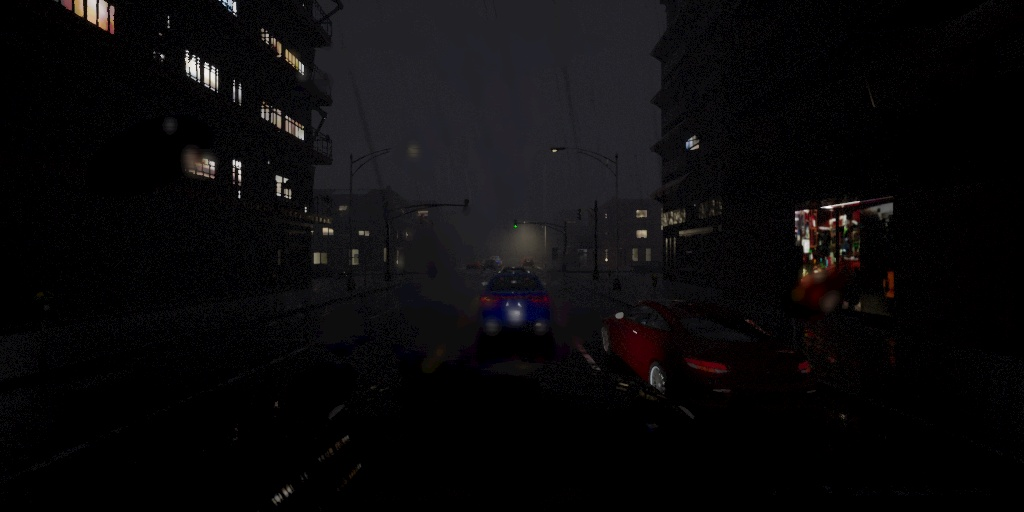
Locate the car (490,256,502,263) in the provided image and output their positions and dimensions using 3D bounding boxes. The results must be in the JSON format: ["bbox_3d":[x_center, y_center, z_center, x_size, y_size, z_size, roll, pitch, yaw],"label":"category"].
[{"bbox_3d":[-3.113,1.031,61.583,2.150,2.045,5.566,0,0,1],"label":"car"}]

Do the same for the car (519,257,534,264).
[{"bbox_3d":[2.664,1.122,60.555,2.192,1.841,5.009,0,0,0],"label":"car"}]

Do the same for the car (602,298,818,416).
[{"bbox_3d":[2.689,1.334,5.804,1.802,1.307,4.207,0,0,0],"label":"car"}]

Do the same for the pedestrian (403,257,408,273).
[{"bbox_3d":[-12.529,1.066,42.286,0.375,1.860,0.375,0,0,0],"label":"pedestrian"}]

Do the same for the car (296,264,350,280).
[{"bbox_3d":[-17.523,1.460,33.544,4.892,1.490,1.837,-1,0,0],"label":"car"}]

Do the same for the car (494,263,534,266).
[{"bbox_3d":[0.138,1.326,20.780,1.994,1.385,4.181,0,0,1],"label":"car"}]

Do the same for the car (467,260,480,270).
[{"bbox_3d":[-5.802,1.344,55.030,1.888,1.381,4.507,0,0,0],"label":"car"}]

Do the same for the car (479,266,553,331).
[{"bbox_3d":[0.096,1.232,11.010,1.882,1.535,5.008,0,0,0],"label":"car"}]

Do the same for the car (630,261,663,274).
[{"bbox_3d":[14.349,1.159,36.776,4.181,1.385,1.994,-1,0,0],"label":"car"}]

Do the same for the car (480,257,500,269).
[{"bbox_3d":[-3.112,1.298,51.630,1.837,1.490,4.892,0,0,0],"label":"car"}]
